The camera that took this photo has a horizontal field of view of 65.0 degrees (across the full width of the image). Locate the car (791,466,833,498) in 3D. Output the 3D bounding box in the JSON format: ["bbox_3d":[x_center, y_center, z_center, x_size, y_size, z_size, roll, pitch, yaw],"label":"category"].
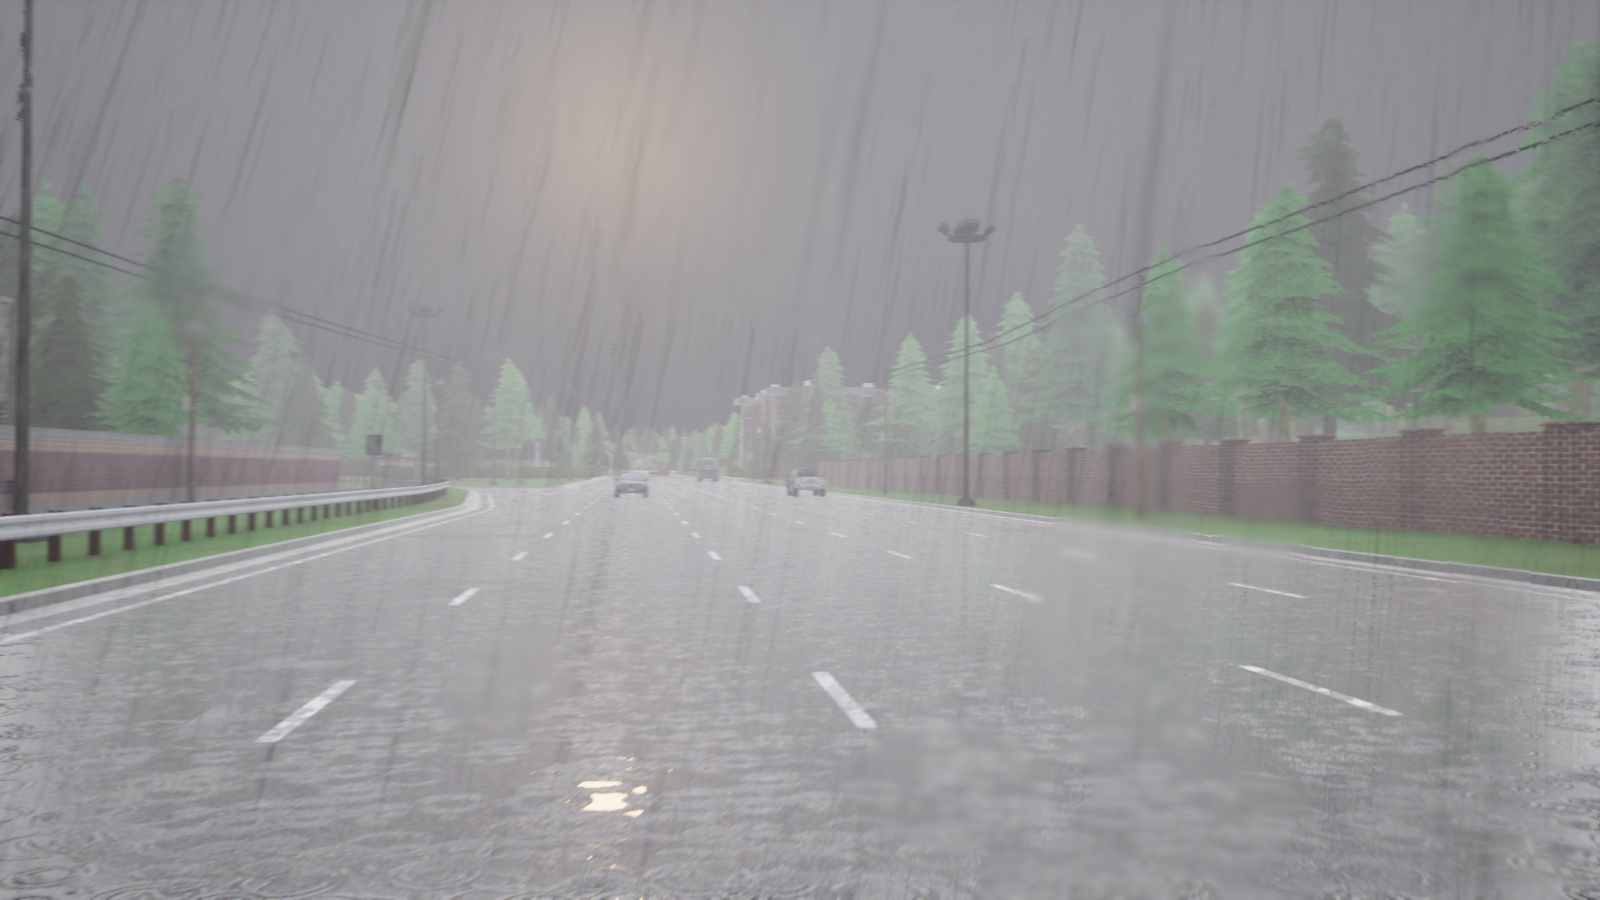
[{"bbox_3d":[0.687,1.916,76.414,1.932,1.855,4.605,0,-1,-7],"label":"car"}]

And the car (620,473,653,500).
[{"bbox_3d":[-9.337,2.066,71.957,1.812,1.442,4.674,0,-1,-7],"label":"car"}]
